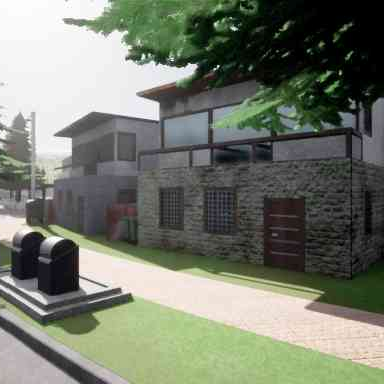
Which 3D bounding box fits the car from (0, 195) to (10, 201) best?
[{"bbox_3d":[-45.396,1.497,78.762,5.008,1.535,1.882,0,0,-34],"label":"car"}]
